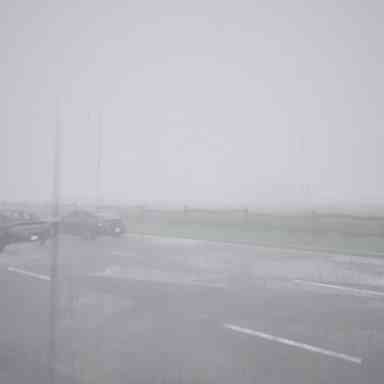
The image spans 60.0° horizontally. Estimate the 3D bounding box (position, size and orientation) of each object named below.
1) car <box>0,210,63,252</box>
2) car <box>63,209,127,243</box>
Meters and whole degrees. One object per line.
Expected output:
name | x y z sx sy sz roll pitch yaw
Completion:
car | -7.915 1.512 13.933 4.902 1.511 2.128 0 0 36
car | -5.214 1.545 16.295 4.674 1.442 1.812 0 0 35
